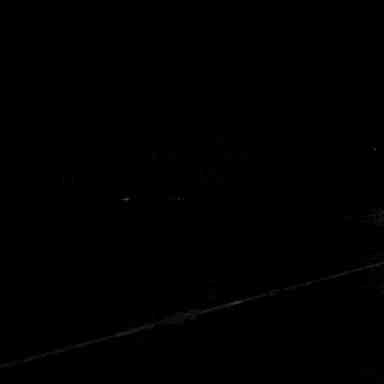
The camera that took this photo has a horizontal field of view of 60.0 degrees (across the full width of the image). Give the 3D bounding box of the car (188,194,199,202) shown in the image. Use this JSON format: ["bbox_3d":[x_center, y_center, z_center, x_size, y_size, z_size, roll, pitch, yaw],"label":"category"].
[{"bbox_3d":[-0.497,1.229,68.846,2.128,1.511,4.902,0,0,-35],"label":"car"}]

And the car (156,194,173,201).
[{"bbox_3d":[-6.398,1.189,77.252,1.812,1.442,4.674,0,0,-35],"label":"car"}]

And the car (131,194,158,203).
[{"bbox_3d":[-9.021,1.288,62.715,2.128,1.511,4.902,0,0,-35],"label":"car"}]

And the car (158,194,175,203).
[{"bbox_3d":[-6.114,1.319,64.666,2.033,1.411,5.357,0,0,-35],"label":"car"}]

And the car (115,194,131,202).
[{"bbox_3d":[-14.993,1.269,71.221,2.128,1.511,4.902,0,0,-35],"label":"car"}]

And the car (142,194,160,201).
[{"bbox_3d":[-9.263,1.189,75.241,1.837,1.490,4.892,0,0,-35],"label":"car"}]

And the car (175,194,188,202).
[{"bbox_3d":[-3.377,1.348,66.859,1.895,1.301,4.718,0,0,-35],"label":"car"}]

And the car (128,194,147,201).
[{"bbox_3d":[-12.128,1.256,73.231,2.033,1.411,5.357,0,0,-35],"label":"car"}]
